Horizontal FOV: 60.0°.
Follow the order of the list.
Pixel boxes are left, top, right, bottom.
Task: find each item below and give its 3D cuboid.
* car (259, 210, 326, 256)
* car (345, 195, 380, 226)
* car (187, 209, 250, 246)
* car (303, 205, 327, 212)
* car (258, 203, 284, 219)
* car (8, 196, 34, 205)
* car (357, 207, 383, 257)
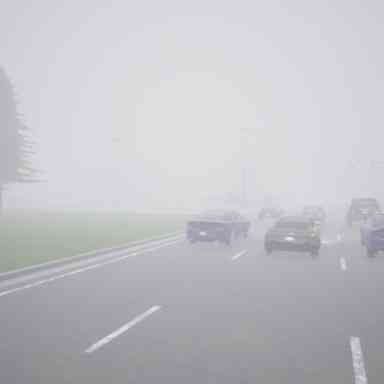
[{"bbox_3d":[4.323,1.673,13.823,1.994,1.385,4.181,0,0,23],"label":"car"},{"bbox_3d":[13.093,1.476,25.495,2.150,2.045,5.566,0,0,24],"label":"car"},{"bbox_3d":[1.435,1.568,15.964,1.882,1.535,5.008,0,0,23],"label":"car"},{"bbox_3d":[9.804,1.773,26.827,2.033,1.411,5.357,0,0,23],"label":"car"},{"bbox_3d":[7.092,1.738,29.467,1.812,1.442,4.674,0,0,22],"label":"car"},{"bbox_3d":[-29.708,1.499,57.767,4.892,1.490,1.837,0,0,23],"label":"car"},{"bbox_3d":[7.875,1.617,13.221,1.882,1.535,5.008,0,0,23],"label":"car"}]
